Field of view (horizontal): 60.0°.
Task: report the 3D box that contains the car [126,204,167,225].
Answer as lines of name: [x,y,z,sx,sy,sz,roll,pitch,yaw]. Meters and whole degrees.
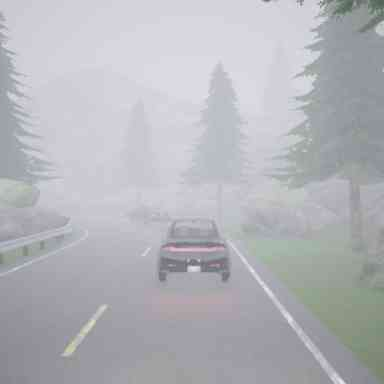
car: [-3.387,1.657,25.387,2.033,1.411,5.357,0,0,-30]

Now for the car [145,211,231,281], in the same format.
car: [0.043,1.535,9.930,2.128,1.511,4.902,0,0,0]
